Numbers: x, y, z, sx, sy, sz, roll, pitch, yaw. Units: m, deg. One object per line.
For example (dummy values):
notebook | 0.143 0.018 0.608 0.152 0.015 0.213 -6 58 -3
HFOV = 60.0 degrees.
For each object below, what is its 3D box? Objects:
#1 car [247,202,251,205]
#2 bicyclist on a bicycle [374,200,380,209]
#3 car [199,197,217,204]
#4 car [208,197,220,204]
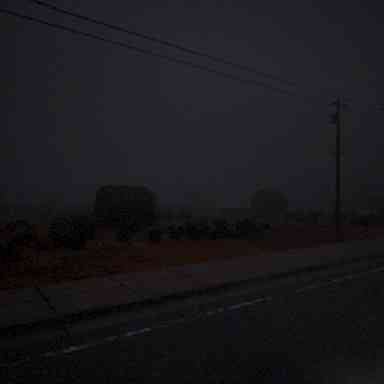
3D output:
car | 11.954 2.004 59.700 1.895 1.301 4.718 1 0 -33
bicyclist on a bicycle | 25.252 1.863 45.375 1.656 1.620 0.582 1 0 -33
car | 3.453 1.774 73.022 1.994 1.385 4.181 1 0 -33
car | 3.640 1.873 66.222 1.882 1.535 5.008 1 0 -33
